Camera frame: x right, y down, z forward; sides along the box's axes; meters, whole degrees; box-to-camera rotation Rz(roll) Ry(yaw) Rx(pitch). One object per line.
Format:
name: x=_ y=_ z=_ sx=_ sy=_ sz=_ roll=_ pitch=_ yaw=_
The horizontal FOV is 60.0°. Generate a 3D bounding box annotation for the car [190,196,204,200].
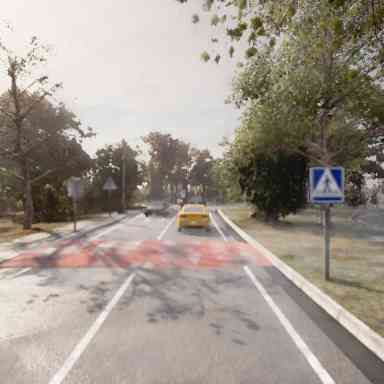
car: x=0.610 y=1.273 z=38.493 sx=2.097 sy=1.767 sz=4.553 roll=0 pitch=0 yaw=4

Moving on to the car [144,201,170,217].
car: x=-3.135 y=1.505 z=30.773 sx=2.033 sy=1.411 sz=5.357 roll=0 pitch=1 yaw=2

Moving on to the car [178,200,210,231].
car: x=0.124 y=1.511 z=20.877 sx=1.882 sy=1.535 sz=5.008 roll=0 pitch=1 yaw=0
